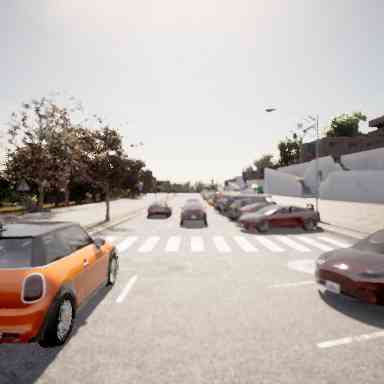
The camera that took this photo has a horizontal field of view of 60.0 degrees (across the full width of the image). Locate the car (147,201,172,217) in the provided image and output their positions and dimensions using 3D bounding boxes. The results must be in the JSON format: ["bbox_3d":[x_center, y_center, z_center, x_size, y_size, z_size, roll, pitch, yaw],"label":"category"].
[{"bbox_3d":[-2.886,1.500,30.447,1.994,1.385,4.181,0,0,0],"label":"car"}]

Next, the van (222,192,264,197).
[{"bbox_3d":[5.194,1.206,28.462,4.442,1.987,1.878,1,0,-20],"label":"van"}]

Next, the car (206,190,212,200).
[{"bbox_3d":[5.118,1.151,40.366,5.566,2.045,2.435,1,0,-20],"label":"car"}]

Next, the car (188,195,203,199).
[{"bbox_3d":[0.114,1.436,41.018,1.812,1.442,4.674,0,0,0],"label":"car"}]

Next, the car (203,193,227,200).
[{"bbox_3d":[5.128,1.070,73.194,4.792,1.488,2.163,0,1,-20],"label":"car"}]

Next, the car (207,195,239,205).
[{"bbox_3d":[5.121,1.335,55.292,4.792,1.488,2.163,1,0,-20],"label":"car"}]

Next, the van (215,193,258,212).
[{"bbox_3d":[4.982,1.183,37.323,4.442,1.987,1.878,1,0,-20],"label":"van"}]

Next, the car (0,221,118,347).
[{"bbox_3d":[-2.896,1.342,6.491,2.097,1.767,4.553,0,0,0],"label":"car"}]

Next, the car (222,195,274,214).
[{"bbox_3d":[5.054,1.311,25.427,4.553,1.767,2.185,1,0,-20],"label":"car"}]

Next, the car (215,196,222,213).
[{"bbox_3d":[5.078,1.424,31.402,4.892,1.521,2.231,1,0,-20],"label":"car"}]

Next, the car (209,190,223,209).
[{"bbox_3d":[5.064,1.165,34.370,5.566,2.045,2.435,1,0,-20],"label":"car"}]

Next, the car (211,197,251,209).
[{"bbox_3d":[5.085,1.430,43.339,4.674,1.452,2.002,1,0,-20],"label":"car"}]

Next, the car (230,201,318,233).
[{"bbox_3d":[5.053,1.480,19.437,4.792,1.488,2.163,1,0,-20],"label":"car"}]

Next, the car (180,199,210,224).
[{"bbox_3d":[0.110,1.478,23.901,1.812,1.442,4.674,0,0,0],"label":"car"}]

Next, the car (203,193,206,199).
[{"bbox_3d":[4.921,1.327,52.223,5.366,1.575,1.946,1,1,-20],"label":"car"}]

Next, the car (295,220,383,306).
[{"bbox_3d":[5.048,1.507,7.431,4.792,1.488,2.163,1,0,-20],"label":"car"}]

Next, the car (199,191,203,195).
[{"bbox_3d":[4.927,1.087,70.132,5.366,1.575,1.946,0,1,-20],"label":"car"}]

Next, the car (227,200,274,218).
[{"bbox_3d":[5.076,1.484,22.455,4.674,1.452,2.002,1,0,-20],"label":"car"}]

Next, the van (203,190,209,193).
[{"bbox_3d":[4.992,1.006,61.193,4.442,1.987,1.878,0,1,-20],"label":"van"}]

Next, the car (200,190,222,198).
[{"bbox_3d":[5.139,0.524,91.084,5.566,2.045,2.435,1,1,-20],"label":"car"}]

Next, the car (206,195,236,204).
[{"bbox_3d":[5.091,1.309,58.264,4.674,1.452,2.002,0,0,-20],"label":"car"}]
